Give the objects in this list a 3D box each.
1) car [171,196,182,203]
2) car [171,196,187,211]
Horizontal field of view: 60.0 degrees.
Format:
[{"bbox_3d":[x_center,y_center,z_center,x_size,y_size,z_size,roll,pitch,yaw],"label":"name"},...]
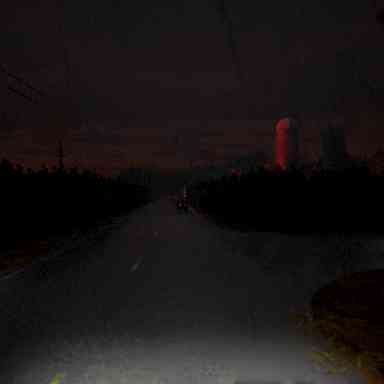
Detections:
[{"bbox_3d":[-3.288,1.531,68.603,2.128,1.511,4.902,0,0,-4],"label":"car"},{"bbox_3d":[-1.544,1.571,41.057,2.033,1.411,5.357,0,0,-4],"label":"car"}]
